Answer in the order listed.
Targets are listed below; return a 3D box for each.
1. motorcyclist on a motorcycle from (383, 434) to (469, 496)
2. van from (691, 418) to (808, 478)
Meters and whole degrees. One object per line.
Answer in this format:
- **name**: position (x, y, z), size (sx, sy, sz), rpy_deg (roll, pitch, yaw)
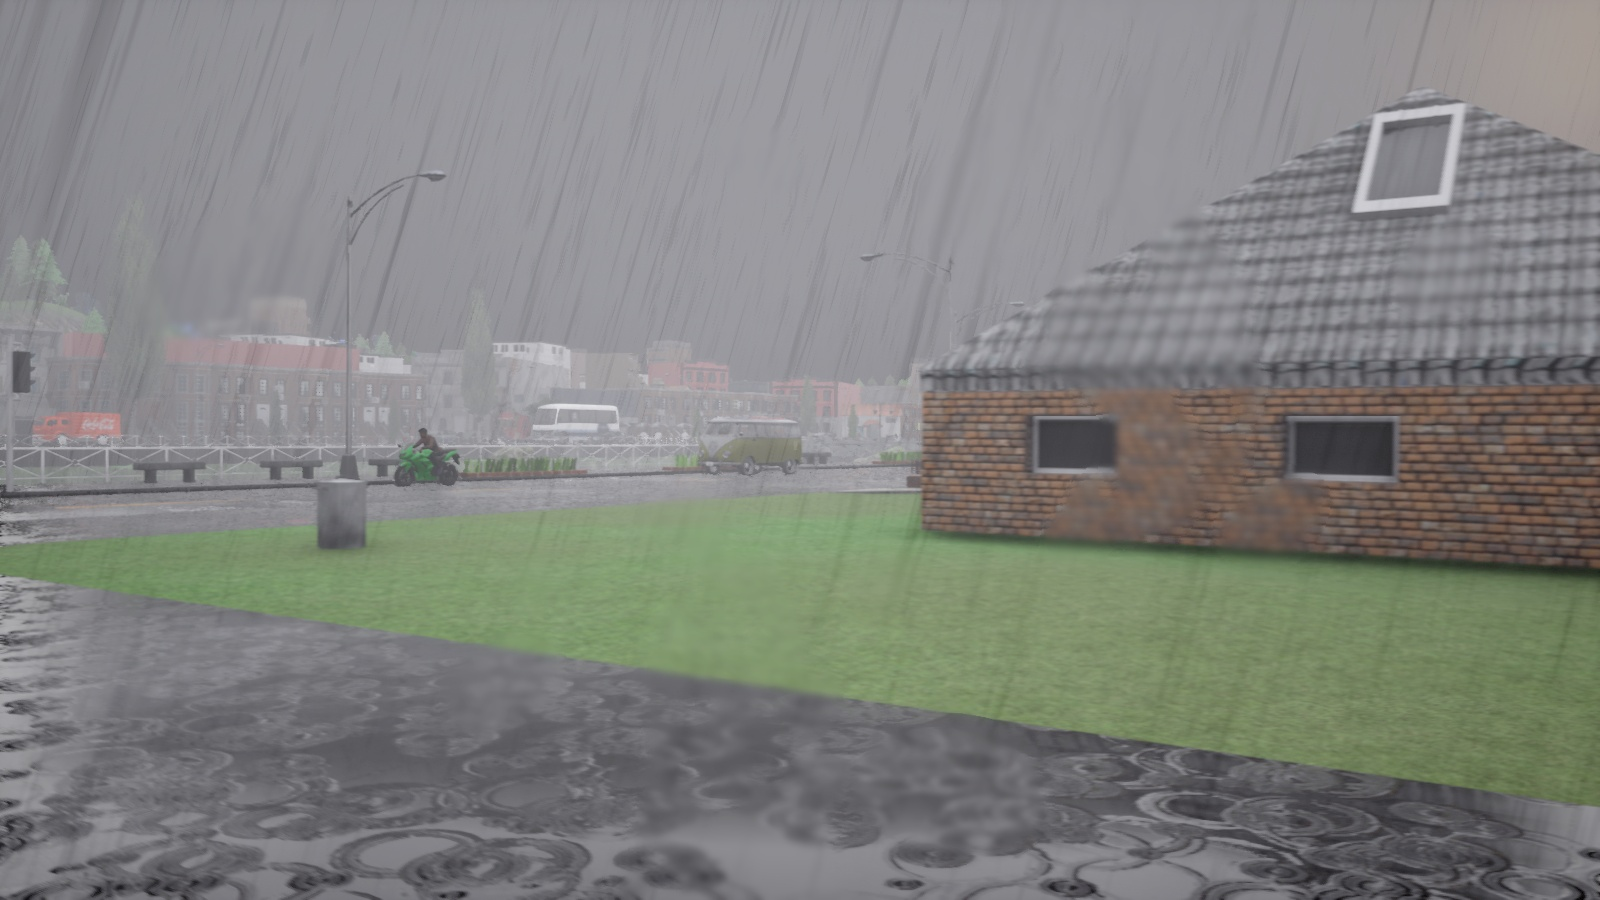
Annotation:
- **motorcyclist on a motorcycle**: position (-9.519, 0.363, 32.013), size (0.797, 1.523, 2.044), rpy_deg (0, 1, 34)
- **van**: position (-1.700, -0.098, 43.784), size (1.775, 1.987, 4.442), rpy_deg (0, 1, 34)
